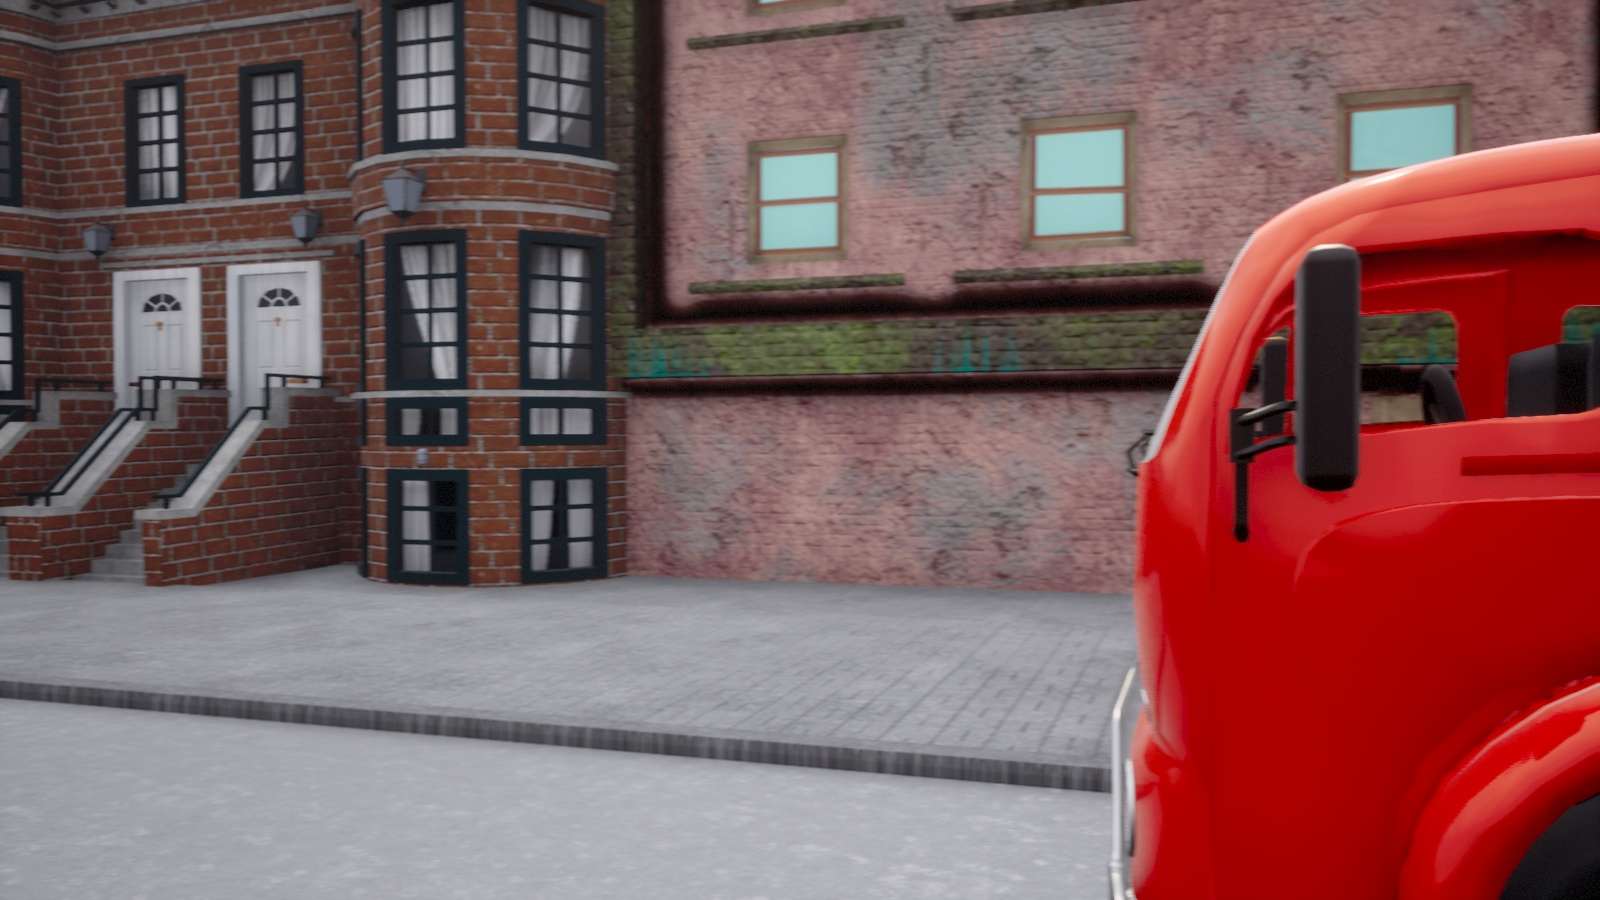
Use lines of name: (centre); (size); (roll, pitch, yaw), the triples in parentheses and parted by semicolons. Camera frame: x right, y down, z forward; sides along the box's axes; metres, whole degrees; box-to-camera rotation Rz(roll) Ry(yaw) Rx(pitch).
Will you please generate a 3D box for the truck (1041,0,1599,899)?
truck: (3.307, 0.311, 2.600); (5.204, 2.467, 2.627); (1, 1, 19)
